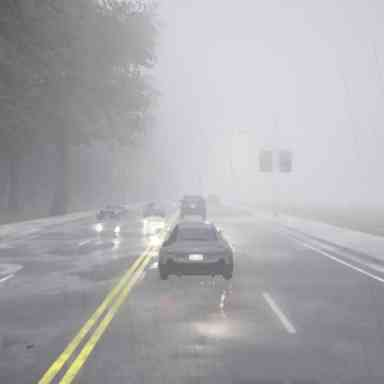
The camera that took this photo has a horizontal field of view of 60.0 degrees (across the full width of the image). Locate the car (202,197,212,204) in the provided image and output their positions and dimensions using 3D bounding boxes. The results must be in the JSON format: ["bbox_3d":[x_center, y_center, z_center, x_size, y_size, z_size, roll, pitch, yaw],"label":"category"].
[{"bbox_3d":[3.244,1.817,72.261,1.994,1.385,4.181,0,0,0],"label":"car"}]

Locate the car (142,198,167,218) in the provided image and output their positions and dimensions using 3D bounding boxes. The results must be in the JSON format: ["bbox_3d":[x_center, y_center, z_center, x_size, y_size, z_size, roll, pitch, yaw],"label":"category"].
[{"bbox_3d":[-3.349,1.599,30.629,1.812,1.442,4.674,0,0,0],"label":"car"}]

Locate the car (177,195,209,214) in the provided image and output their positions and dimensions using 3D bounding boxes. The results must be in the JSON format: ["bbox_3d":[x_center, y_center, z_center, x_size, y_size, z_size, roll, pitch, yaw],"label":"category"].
[{"bbox_3d":[0.099,1.289,28.843,2.150,2.045,5.566,0,0,0],"label":"car"}]

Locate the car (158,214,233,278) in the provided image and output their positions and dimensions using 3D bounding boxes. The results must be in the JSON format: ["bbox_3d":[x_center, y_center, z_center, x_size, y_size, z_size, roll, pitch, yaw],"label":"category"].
[{"bbox_3d":[0.100,1.585,10.195,1.994,1.385,4.181,0,0,0],"label":"car"}]

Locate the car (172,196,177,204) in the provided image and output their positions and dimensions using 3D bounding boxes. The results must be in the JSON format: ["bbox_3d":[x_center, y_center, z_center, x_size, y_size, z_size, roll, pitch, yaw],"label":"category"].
[{"bbox_3d":[-3.256,1.727,72.130,1.837,1.490,4.892,0,0,0],"label":"car"}]

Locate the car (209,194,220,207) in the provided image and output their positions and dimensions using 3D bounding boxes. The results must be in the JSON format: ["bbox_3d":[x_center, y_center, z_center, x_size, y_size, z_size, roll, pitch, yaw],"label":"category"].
[{"bbox_3d":[3.346,1.394,54.578,2.150,2.045,5.566,0,0,0],"label":"car"}]

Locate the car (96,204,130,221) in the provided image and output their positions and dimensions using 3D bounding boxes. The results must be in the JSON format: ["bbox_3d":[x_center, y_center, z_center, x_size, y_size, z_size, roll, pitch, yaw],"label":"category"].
[{"bbox_3d":[-6.601,1.666,28.072,1.895,1.301,4.718,0,0,0],"label":"car"}]
